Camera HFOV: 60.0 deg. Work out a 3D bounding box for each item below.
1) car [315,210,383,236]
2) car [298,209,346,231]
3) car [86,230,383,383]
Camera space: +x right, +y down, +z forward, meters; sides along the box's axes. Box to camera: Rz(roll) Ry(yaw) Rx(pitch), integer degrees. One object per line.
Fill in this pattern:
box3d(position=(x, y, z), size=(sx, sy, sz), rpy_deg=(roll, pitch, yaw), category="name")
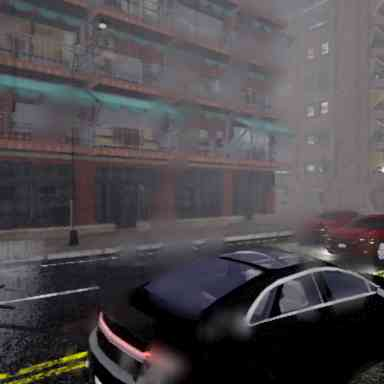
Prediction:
box3d(position=(7.201, 1.617, 13.004), size=(5.008, 1.535, 1.882), rpy_deg=(1, 0, -37), category="car")
box3d(position=(7.536, 1.648, 17.312), size=(5.008, 1.535, 1.882), rpy_deg=(1, 0, -37), category="car")
box3d(position=(1.187, 1.528, 4.321), size=(4.902, 1.511, 2.128), rpy_deg=(1, 0, -36), category="car")
